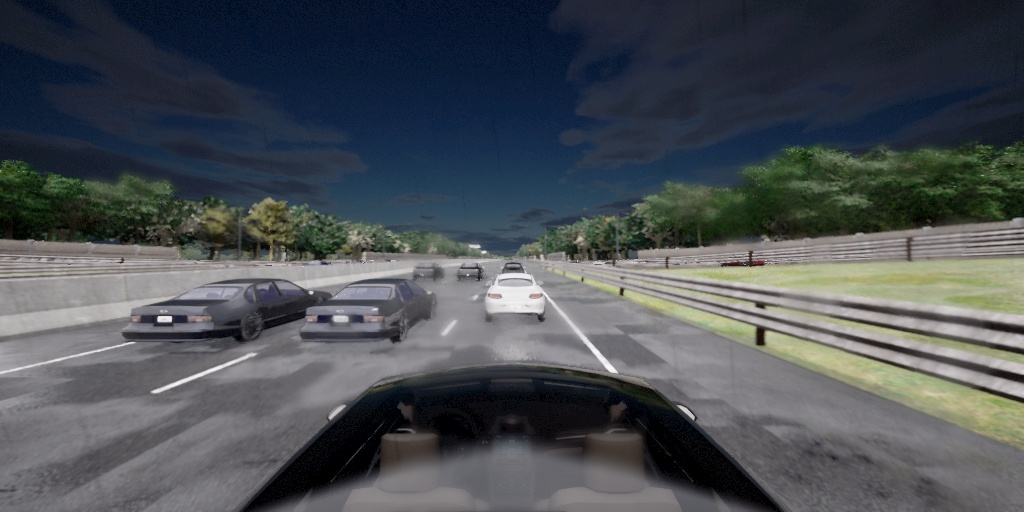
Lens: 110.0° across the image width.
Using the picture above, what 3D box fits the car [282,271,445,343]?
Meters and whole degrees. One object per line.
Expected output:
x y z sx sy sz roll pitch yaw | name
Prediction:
-3.398 1.304 9.635 2.033 1.411 5.357 0 0 0 | car

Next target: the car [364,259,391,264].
-17.571 1.190 48.011 2.097 1.767 4.553 0 0 0 | car

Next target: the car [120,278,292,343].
-6.898 1.304 9.629 2.033 1.411 5.357 0 0 0 | car

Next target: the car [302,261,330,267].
-24.572 1.354 45.196 1.812 1.442 4.674 0 0 0 | car

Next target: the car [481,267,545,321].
0.102 1.285 12.350 1.812 1.442 4.674 0 0 0 | car

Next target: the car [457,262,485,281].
-3.395 1.280 30.185 2.128 1.511 4.902 0 0 0 | car

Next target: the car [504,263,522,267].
0.105 1.293 30.368 1.837 1.490 4.892 0 0 0 | car

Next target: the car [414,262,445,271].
-6.895 1.280 30.160 2.128 1.511 4.902 0 0 0 | car

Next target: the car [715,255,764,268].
24.026 0.402 38.141 2.097 1.767 4.553 0 -3 -17 | car

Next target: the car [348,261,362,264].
-21.065 1.403 48.407 1.994 1.385 4.181 0 0 0 | car
